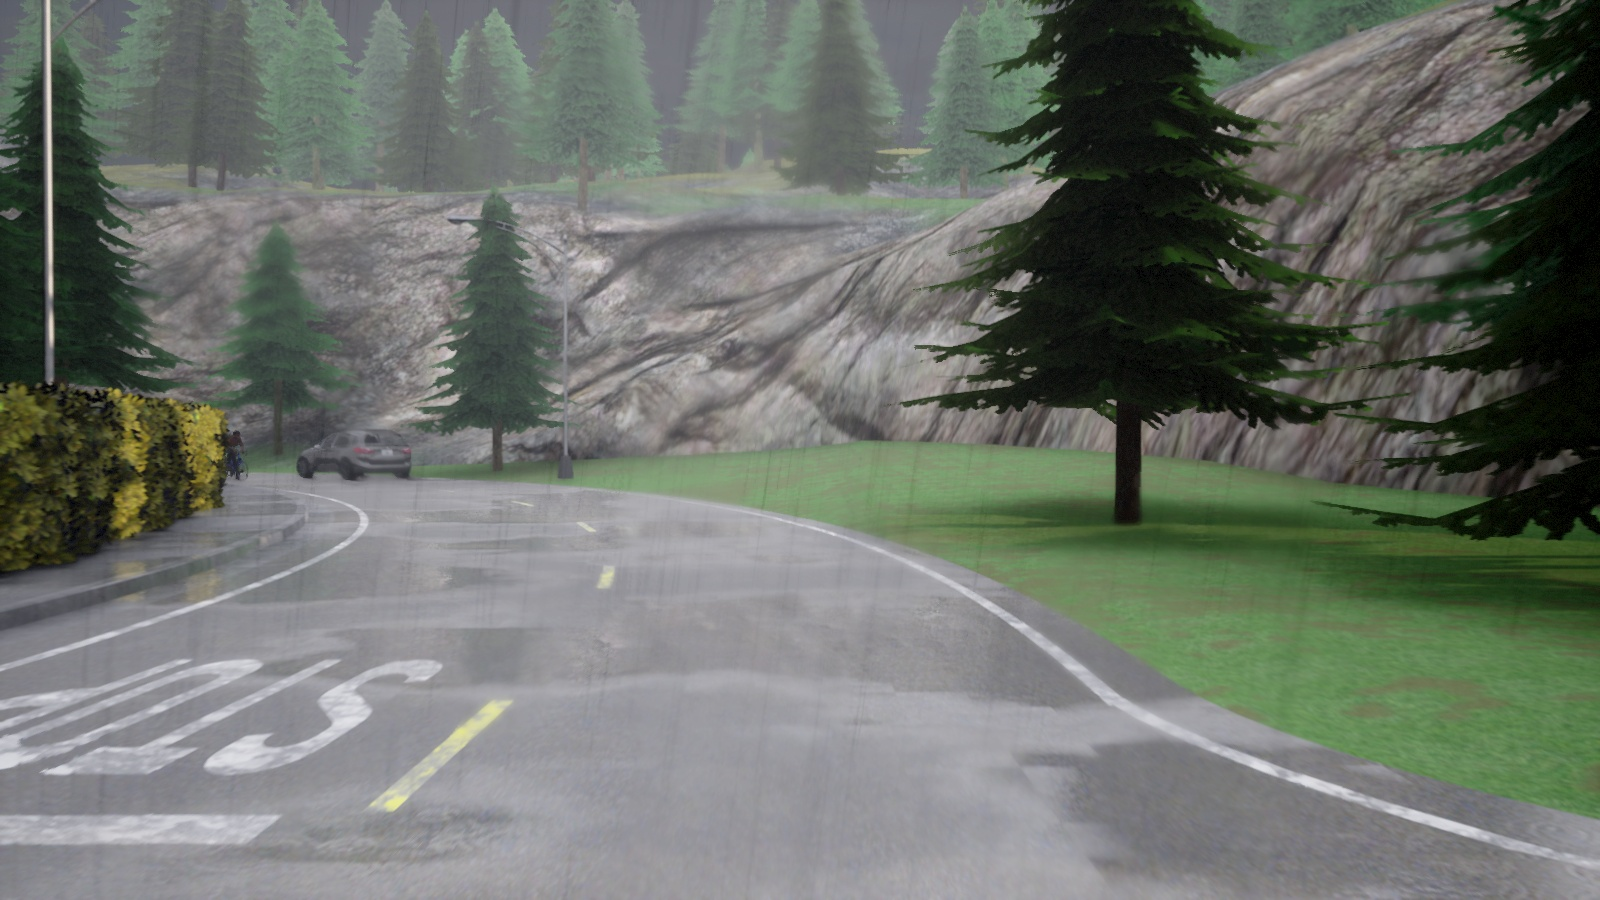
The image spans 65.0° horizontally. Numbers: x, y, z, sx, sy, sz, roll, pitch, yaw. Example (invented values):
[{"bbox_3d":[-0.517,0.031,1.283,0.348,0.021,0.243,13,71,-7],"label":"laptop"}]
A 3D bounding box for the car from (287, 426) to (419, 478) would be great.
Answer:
[{"bbox_3d":[-15.125,0.041,42.380,4.611,1.667,2.242,1,1,42],"label":"car"}]

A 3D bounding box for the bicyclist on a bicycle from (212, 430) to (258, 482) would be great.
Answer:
[{"bbox_3d":[-18.077,0.174,40.171,1.656,1.620,0.582,1,2,37],"label":"bicyclist on a bicycle"}]
